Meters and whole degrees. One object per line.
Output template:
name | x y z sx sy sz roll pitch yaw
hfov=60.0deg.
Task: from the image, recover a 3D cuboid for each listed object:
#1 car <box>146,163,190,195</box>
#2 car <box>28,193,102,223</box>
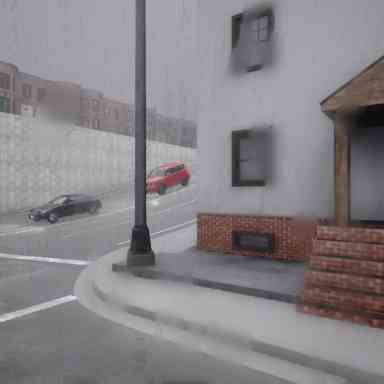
car | -2.351 -1.187 28.687 2.150 2.045 5.566 0 13 34
car | -7.826 0.873 20.854 1.812 1.442 4.674 0 7 35
